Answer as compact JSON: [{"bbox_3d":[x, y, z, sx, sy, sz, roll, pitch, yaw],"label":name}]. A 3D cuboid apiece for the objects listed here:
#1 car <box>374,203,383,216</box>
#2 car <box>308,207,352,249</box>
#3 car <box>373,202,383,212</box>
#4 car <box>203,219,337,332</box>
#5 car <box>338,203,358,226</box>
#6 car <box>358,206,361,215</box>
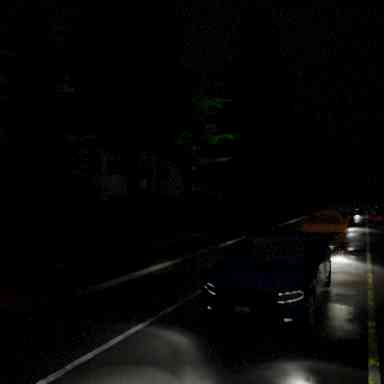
[{"bbox_3d":[22.455,2.012,38.639,1.812,1.442,4.674,-1,-1,28],"label":"car"},{"bbox_3d":[6.564,1.716,16.269,1.882,1.535,5.008,-1,-1,28],"label":"car"},{"bbox_3d":[28.021,2.229,49.310,1.895,1.301,4.718,-1,-1,28],"label":"car"},{"bbox_3d":[1.935,1.599,7.416,1.882,1.535,5.008,-1,-1,28],"label":"car"},{"bbox_3d":[12.096,1.904,26.827,1.812,1.442,4.674,-1,-1,28],"label":"car"},{"bbox_3d":[19.916,2.098,41.597,1.812,1.442,4.674,-1,-1,28],"label":"car"}]
